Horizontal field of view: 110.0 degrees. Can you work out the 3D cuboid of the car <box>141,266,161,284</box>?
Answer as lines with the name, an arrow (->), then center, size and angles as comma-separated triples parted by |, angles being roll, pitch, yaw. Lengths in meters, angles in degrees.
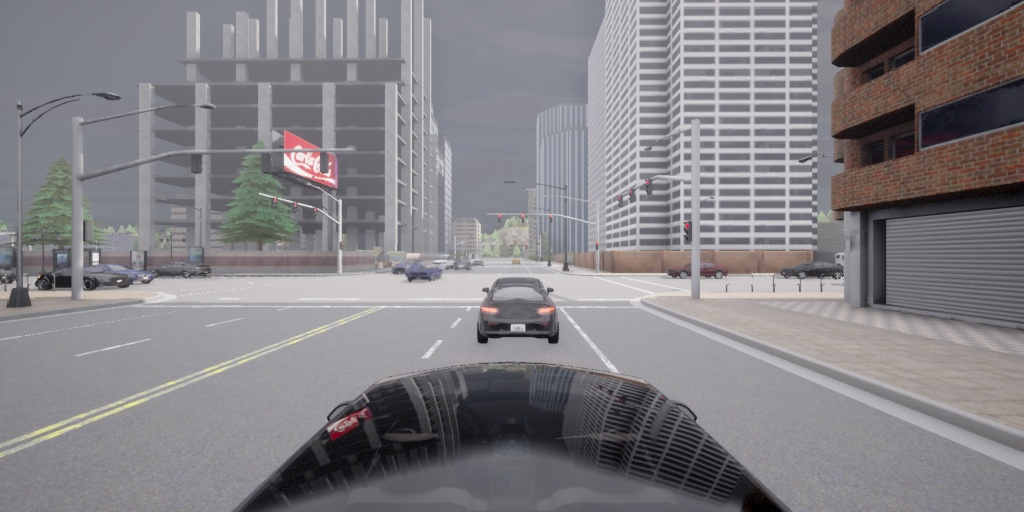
car -> -27.864, 1.276, 25.001 | 4.674, 1.442, 1.812 | 0, 0, 0

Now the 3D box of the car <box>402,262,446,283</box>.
car -> -6.804, 1.351, 28.342 | 1.895, 1.301, 4.718 | 0, 0, 1

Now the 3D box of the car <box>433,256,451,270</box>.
car -> -10.002, 0.971, 52.072 | 2.150, 2.045, 5.566 | 0, 0, 1

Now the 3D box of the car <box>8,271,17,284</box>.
car -> -37.853, 1.255, 25.070 | 4.892, 1.490, 1.837 | 0, 0, 0

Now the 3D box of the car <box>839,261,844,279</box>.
car -> 25.999, 1.254, 24.660 | 4.892, 1.490, 1.837 | 0, 0, 0

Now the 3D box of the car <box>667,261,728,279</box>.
car -> 16.462, 1.228, 31.913 | 5.008, 1.535, 1.882 | 0, 0, 0

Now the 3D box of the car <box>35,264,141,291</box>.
car -> -25.509, 1.314, 21.485 | 4.181, 1.385, 1.994 | 0, 0, 0

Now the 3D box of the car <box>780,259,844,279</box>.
car -> 26.655, 1.228, 31.836 | 5.008, 1.535, 1.882 | 0, 0, 0

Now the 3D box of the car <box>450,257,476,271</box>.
car -> -6.563, 1.240, 48.562 | 2.128, 1.511, 4.902 | 0, 0, 1

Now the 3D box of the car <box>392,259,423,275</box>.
car -> -10.881, 1.101, 38.230 | 2.097, 1.767, 4.553 | 0, 0, 10

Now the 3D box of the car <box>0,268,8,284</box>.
car -> -34.208, 1.102, 21.545 | 4.553, 1.767, 2.097 | 0, 0, 0

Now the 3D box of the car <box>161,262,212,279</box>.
car -> -29.834, 1.241, 32.194 | 4.902, 1.511, 2.128 | 0, 0, 1

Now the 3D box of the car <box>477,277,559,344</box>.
car -> 0.158, 1.276, 9.492 | 1.812, 1.442, 4.674 | 0, 0, 1
